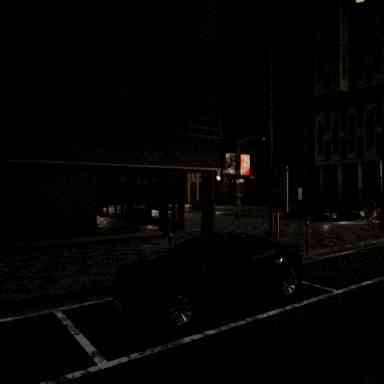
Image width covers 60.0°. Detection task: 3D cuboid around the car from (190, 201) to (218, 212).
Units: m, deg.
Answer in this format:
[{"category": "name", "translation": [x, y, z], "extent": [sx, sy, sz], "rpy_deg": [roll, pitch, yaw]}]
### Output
[{"category": "car", "translation": [1.577, 2.009, 46.411], "extent": [1.812, 1.442, 4.674], "rpy_deg": [0, -1, -36]}]

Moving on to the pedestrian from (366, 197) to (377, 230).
[{"category": "pedestrian", "translation": [9.751, 1.141, 18.074], "extent": [0.375, 1.860, 0.375], "rpy_deg": [0, 0, -36]}]

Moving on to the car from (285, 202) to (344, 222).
[{"category": "car", "translation": [10.211, 1.766, 28.860], "extent": [1.812, 1.442, 4.674], "rpy_deg": [0, -1, -36]}]

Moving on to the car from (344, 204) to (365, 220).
[{"category": "car", "translation": [13.142, 1.708, 30.353], "extent": [2.128, 1.511, 4.902], "rpy_deg": [0, -1, -36]}]

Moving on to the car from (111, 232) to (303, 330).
[{"category": "car", "translation": [0.516, 1.566, 6.926], "extent": [4.313, 1.339, 1.947], "rpy_deg": [0, 0, -36]}]
